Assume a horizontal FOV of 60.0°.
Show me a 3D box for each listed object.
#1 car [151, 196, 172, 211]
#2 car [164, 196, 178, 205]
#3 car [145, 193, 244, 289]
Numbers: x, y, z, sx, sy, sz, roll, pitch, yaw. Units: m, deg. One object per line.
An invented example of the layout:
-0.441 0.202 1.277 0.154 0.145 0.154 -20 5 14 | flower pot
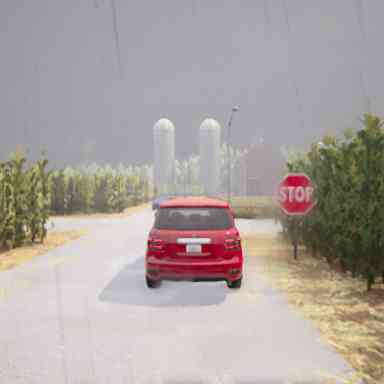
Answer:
-3.280 1.234 36.790 1.882 1.535 5.008 0 0 0 | car
-3.291 1.307 53.380 1.895 1.301 4.718 0 0 0 | car
0.077 1.177 9.223 2.150 2.045 5.566 0 1 1 | car
